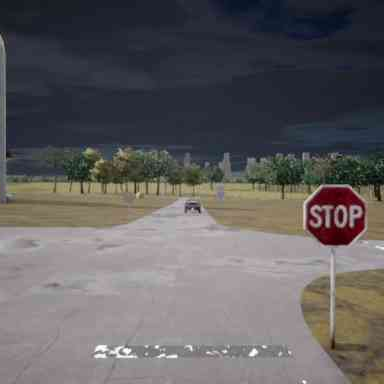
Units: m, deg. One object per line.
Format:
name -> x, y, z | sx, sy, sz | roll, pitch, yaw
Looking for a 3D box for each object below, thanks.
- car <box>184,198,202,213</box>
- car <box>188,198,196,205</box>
car -> 0.086, 1.703, 40.697 | 1.837, 1.490, 4.892 | 0, 0, 0
car -> -0.008, 2.030, 71.069 | 1.812, 1.442, 4.674 | 0, 0, 0
